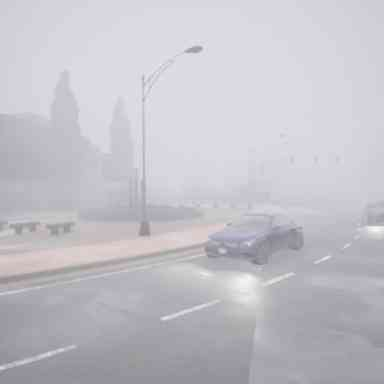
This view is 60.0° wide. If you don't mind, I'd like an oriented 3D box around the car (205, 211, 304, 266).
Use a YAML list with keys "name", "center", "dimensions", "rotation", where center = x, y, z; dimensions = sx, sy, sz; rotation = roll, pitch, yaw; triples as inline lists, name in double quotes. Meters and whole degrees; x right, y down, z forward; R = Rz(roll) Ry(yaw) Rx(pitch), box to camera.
- name: "car"
  center: [2.360, 1.435, 11.533]
  dimensions: [1.812, 1.442, 4.674]
  rotation: [0, 1, 39]

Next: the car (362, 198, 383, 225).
- name: "car"
  center: [12.127, 1.321, 21.215]
  dimensions: [1.994, 1.385, 4.181]
  rotation: [0, 0, 21]
